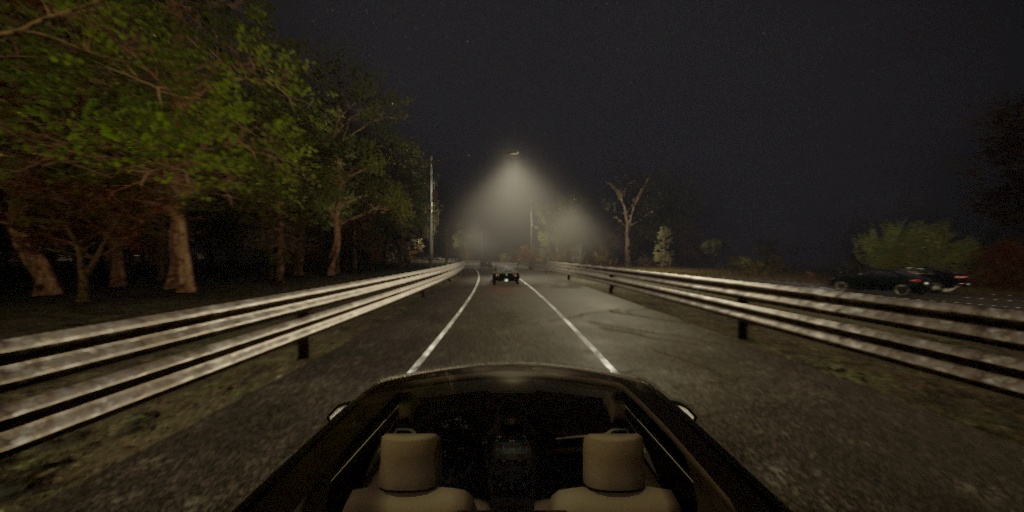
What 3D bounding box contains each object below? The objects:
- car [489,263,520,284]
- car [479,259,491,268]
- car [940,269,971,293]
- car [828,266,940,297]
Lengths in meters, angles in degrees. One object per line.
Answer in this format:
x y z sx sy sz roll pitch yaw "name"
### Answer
-0.557 1.347 26.756 1.895 1.301 4.718 0 0 -4 "car"
-4.558 1.276 61.695 2.033 1.411 5.357 0 0 -10 "car"
24.600 1.378 22.306 2.128 1.511 4.902 0 0 -22 "car"
21.358 1.421 20.990 1.994 1.385 4.181 0 0 -22 "car"
